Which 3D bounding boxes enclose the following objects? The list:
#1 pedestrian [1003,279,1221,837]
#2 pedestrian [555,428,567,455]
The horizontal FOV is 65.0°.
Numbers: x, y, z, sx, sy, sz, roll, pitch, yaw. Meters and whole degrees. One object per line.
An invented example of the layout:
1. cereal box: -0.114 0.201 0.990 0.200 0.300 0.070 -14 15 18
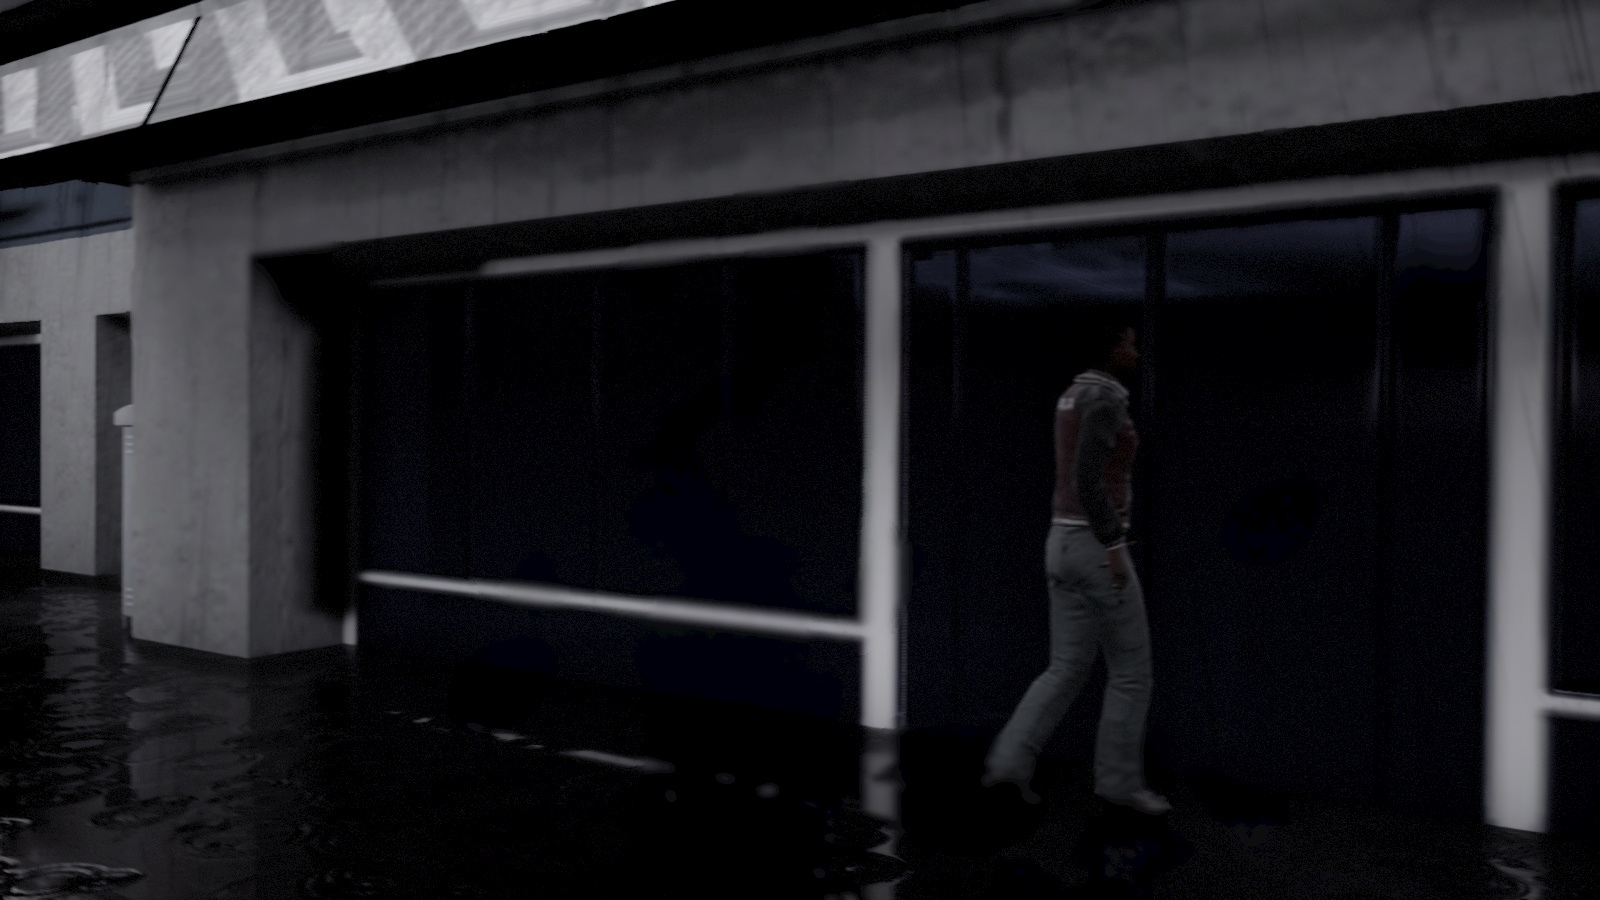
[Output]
1. pedestrian: 1.117 0.369 4.557 0.666 1.930 0.402 -1 1 -4
2. pedestrian: -16.132 -0.572 84.794 0.354 1.836 0.706 0 1 31
